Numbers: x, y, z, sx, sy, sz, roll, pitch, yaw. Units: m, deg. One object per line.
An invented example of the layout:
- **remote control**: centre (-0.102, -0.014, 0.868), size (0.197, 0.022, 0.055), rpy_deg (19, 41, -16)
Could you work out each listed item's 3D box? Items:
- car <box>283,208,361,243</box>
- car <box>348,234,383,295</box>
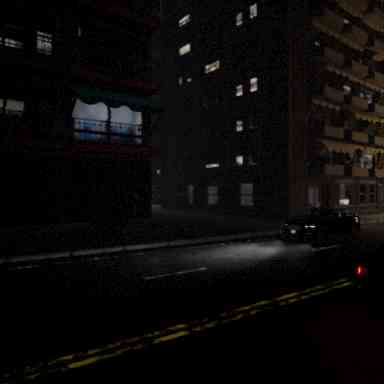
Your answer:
- **car**: centre (6.569, 1.548, 16.623), size (4.902, 1.511, 2.128), rpy_deg (0, 0, -37)
- **car**: centre (5.624, 1.633, 7.564), size (4.718, 1.301, 1.895), rpy_deg (0, 0, -36)
